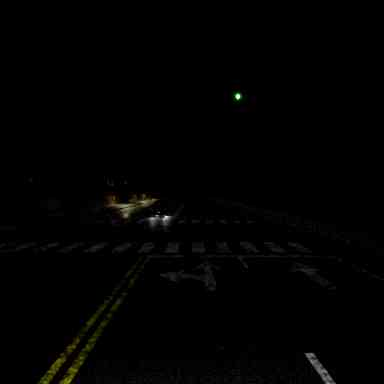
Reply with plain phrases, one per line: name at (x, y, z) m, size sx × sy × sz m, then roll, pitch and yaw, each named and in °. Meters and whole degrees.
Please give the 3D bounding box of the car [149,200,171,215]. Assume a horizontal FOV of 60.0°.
car at (-3.219, 1.569, 34.565) m, size 2.033 × 1.411 × 5.357 m, roll 0°, pitch 0°, yaw 0°
